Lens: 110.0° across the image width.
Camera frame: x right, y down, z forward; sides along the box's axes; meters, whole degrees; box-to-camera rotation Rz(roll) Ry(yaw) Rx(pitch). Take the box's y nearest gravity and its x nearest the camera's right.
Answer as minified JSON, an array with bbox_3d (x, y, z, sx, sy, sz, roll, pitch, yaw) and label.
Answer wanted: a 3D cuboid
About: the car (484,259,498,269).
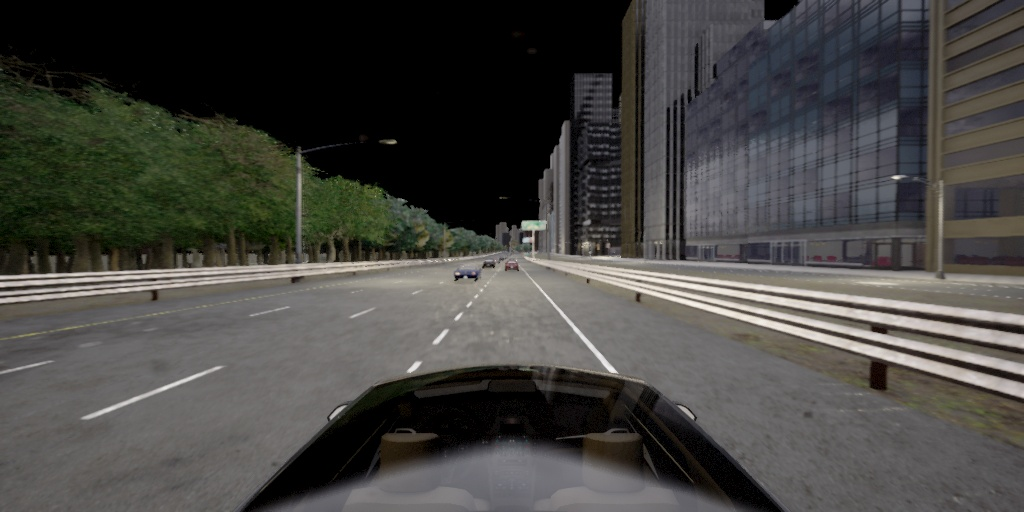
[{"bbox_3d":[-3.679,1.228,58.159,1.882,1.535,5.008,0,0,0],"label":"car"}]

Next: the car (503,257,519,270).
[{"bbox_3d":[-0.037,1.278,50.766,1.812,1.442,4.674,0,0,0],"label":"car"}]

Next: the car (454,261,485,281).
[{"bbox_3d":[-3.549,1.359,29.674,1.895,1.301,4.718,0,0,0],"label":"car"}]
